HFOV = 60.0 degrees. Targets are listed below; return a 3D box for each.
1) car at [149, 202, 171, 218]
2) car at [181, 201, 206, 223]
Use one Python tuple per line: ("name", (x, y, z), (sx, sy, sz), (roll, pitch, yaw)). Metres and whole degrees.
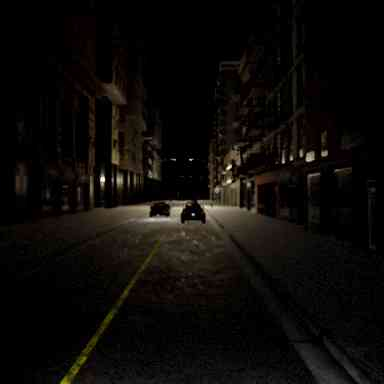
("car", (-3.063, 1.747, 33.024), (2.033, 1.411, 5.357), (0, 0, 0))
("car", (0.094, 1.728, 27.545), (1.994, 1.385, 4.181), (0, 0, 0))
